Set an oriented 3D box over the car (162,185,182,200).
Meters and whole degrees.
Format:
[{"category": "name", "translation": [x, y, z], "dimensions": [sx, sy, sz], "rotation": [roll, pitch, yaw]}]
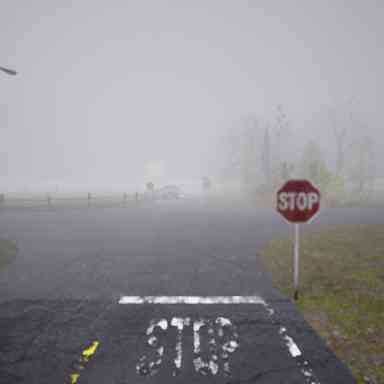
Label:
[{"category": "car", "translation": [-2.903, -0.017, 46.381], "dimensions": [2.150, 2.045, 5.566], "rotation": [0, 2, 0]}]
